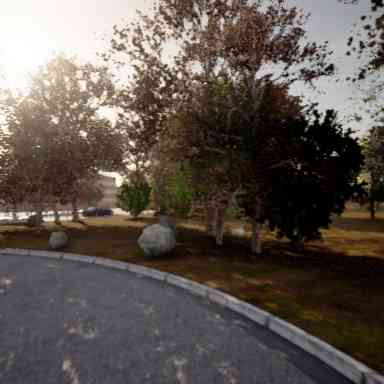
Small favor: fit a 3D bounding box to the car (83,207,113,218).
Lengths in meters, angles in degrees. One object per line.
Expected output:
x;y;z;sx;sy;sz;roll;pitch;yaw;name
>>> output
-13.222;2.834;47.148;1.882;1.535;5.008;-1;-1;26;car
